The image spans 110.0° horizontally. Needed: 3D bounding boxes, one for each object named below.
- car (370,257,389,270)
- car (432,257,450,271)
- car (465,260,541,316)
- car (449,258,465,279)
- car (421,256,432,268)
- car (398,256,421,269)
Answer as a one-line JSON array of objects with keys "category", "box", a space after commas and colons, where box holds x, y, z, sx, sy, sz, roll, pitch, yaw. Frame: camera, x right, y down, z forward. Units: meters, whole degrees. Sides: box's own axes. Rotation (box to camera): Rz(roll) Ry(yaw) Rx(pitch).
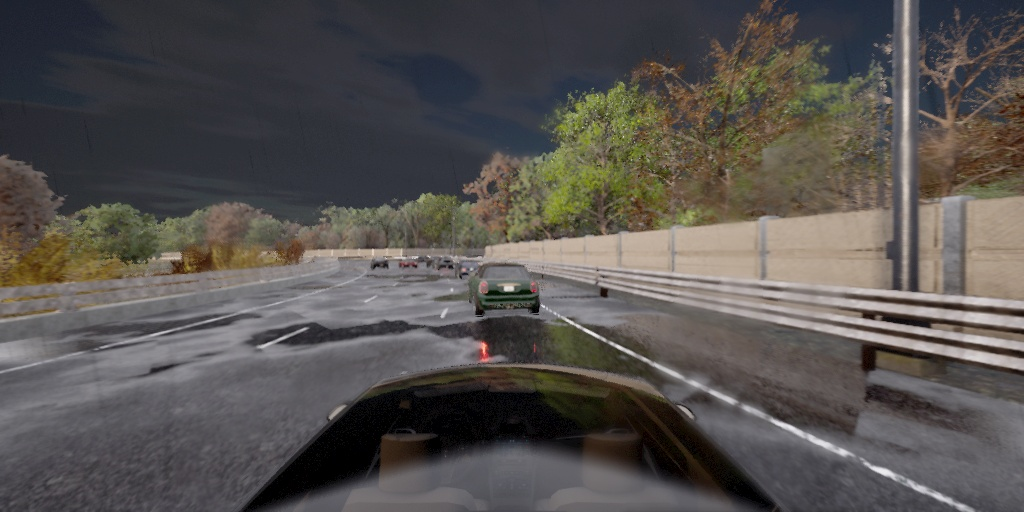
[{"category": "car", "box": [-17.214, 0.910, 46.578, 1.882, 1.535, 5.008, -1, 1, -26]}, {"category": "car", "box": [-8.077, 0.910, 42.948, 1.837, 1.490, 4.892, -1, 1, -18]}, {"category": "car", "box": [-0.441, 0.996, 13.107, 2.097, 1.767, 4.553, 0, 1, -10]}, {"category": "car", "box": [-3.663, 1.054, 29.436, 2.033, 1.411, 5.357, -1, 1, -15]}, {"category": "car", "box": [-10.352, 0.859, 48.654, 2.128, 1.511, 4.902, -1, 1, -27]}, {"category": "car", "box": [-13.882, 1.000, 47.735, 1.895, 1.301, 4.718, -1, 1, -26]}]
